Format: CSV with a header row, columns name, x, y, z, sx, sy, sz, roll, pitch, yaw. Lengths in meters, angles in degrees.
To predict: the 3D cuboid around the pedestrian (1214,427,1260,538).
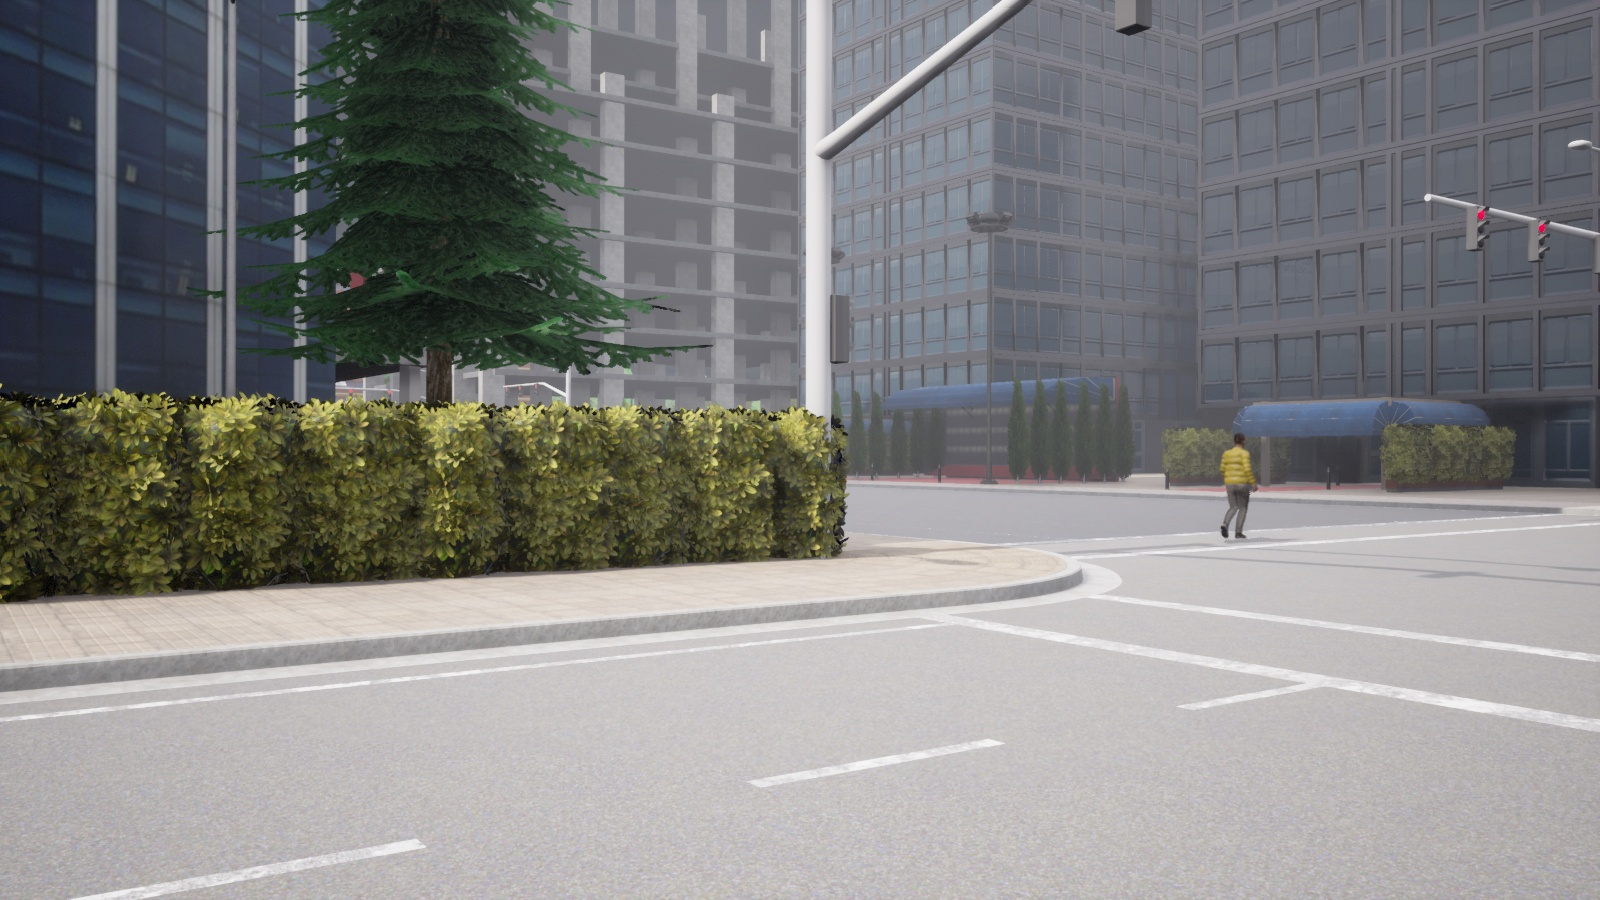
name,x,y,z,sx,sy,sz,roll,pitch,yaw
pedestrian,7.346,0.535,21.119,0.709,1.840,0.431,0,0,-41
